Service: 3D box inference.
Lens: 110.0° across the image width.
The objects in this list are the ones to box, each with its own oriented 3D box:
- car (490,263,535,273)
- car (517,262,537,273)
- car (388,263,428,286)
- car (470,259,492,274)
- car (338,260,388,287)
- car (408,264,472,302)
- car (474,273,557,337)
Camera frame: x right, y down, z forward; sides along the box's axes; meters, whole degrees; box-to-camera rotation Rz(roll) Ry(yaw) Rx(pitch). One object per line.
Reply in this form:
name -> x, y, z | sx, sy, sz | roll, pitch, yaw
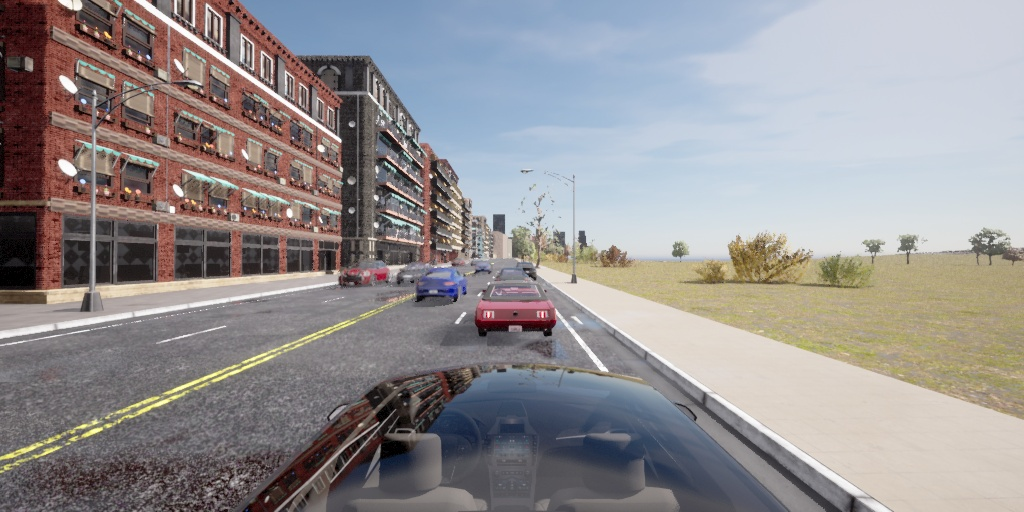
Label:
car -> 0.039, 1.317, 20.331 | 1.994, 1.385, 4.181 | 0, 0, 0
car -> 1.056, 1.259, 30.325 | 1.837, 1.490, 4.892 | 0, 0, 0
car -> -6.668, 1.245, 25.249 | 2.128, 1.511, 4.902 | 0, 0, 0
car -> -3.263, 1.300, 41.804 | 2.033, 1.411, 5.357 | 0, 0, 0
car -> -9.915, 1.105, 24.406 | 2.097, 1.767, 4.553 | 0, 0, 0
car -> -3.194, 1.278, 16.817 | 1.812, 1.442, 4.674 | 0, 0, 0
car -> 0.076, 1.352, 10.301 | 1.895, 1.301, 4.718 | 0, 0, 0
